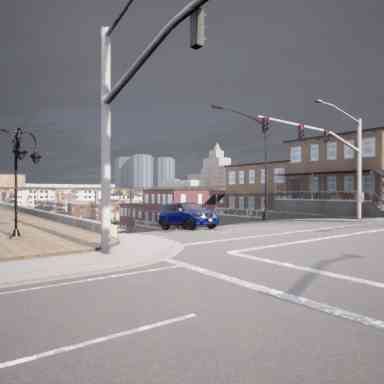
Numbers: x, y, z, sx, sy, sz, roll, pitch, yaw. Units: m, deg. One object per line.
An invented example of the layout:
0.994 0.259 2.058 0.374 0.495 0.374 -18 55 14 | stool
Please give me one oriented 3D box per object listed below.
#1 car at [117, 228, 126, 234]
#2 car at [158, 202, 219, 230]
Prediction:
-8.863 4.533 36.141 1.882 1.535 5.008 0 -13 -36 | car
-0.405 1.777 24.645 2.150 2.045 5.566 0 -5 -36 | car
